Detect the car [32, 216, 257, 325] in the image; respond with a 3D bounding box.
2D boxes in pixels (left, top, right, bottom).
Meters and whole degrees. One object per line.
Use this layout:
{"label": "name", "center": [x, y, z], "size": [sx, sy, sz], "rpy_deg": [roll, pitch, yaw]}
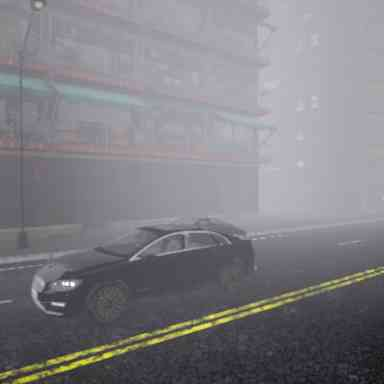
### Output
{"label": "car", "center": [-0.736, 1.493, 7.199], "size": [4.902, 1.511, 2.128], "rpy_deg": [0, 0, -36]}
